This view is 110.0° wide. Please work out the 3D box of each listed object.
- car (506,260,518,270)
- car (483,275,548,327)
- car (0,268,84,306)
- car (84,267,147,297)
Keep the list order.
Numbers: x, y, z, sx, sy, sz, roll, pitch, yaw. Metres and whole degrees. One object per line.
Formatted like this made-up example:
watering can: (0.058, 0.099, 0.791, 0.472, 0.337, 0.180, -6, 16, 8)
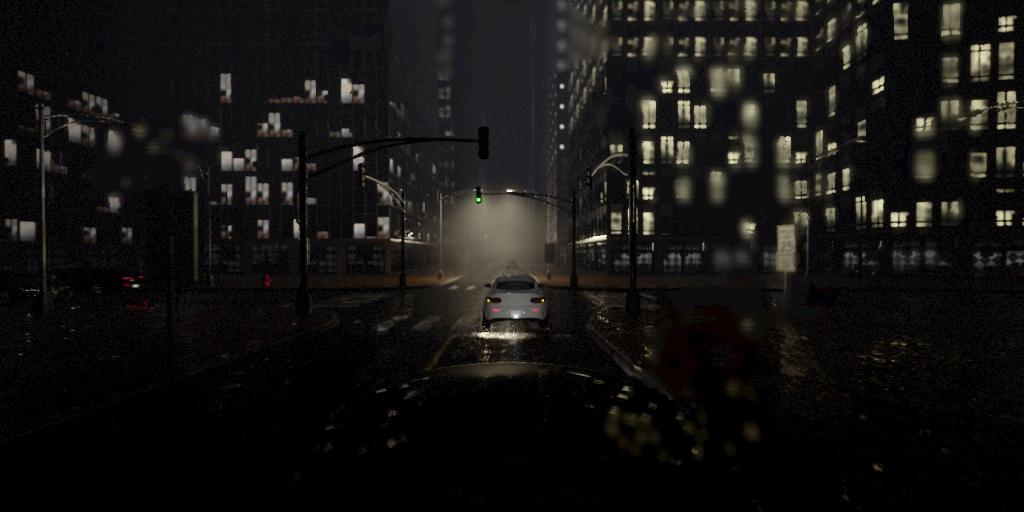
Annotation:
car: (0.005, 1.499, 60.489, 1.837, 1.490, 4.892, 0, 0, 0)
car: (0.099, 1.321, 11.534, 1.812, 1.442, 4.674, 0, -1, 0)
car: (-22.477, 1.354, 15.754, 4.892, 1.490, 1.837, 0, 0, 0)
car: (-22.303, 1.329, 18.961, 4.892, 1.490, 1.837, 0, 0, 0)
